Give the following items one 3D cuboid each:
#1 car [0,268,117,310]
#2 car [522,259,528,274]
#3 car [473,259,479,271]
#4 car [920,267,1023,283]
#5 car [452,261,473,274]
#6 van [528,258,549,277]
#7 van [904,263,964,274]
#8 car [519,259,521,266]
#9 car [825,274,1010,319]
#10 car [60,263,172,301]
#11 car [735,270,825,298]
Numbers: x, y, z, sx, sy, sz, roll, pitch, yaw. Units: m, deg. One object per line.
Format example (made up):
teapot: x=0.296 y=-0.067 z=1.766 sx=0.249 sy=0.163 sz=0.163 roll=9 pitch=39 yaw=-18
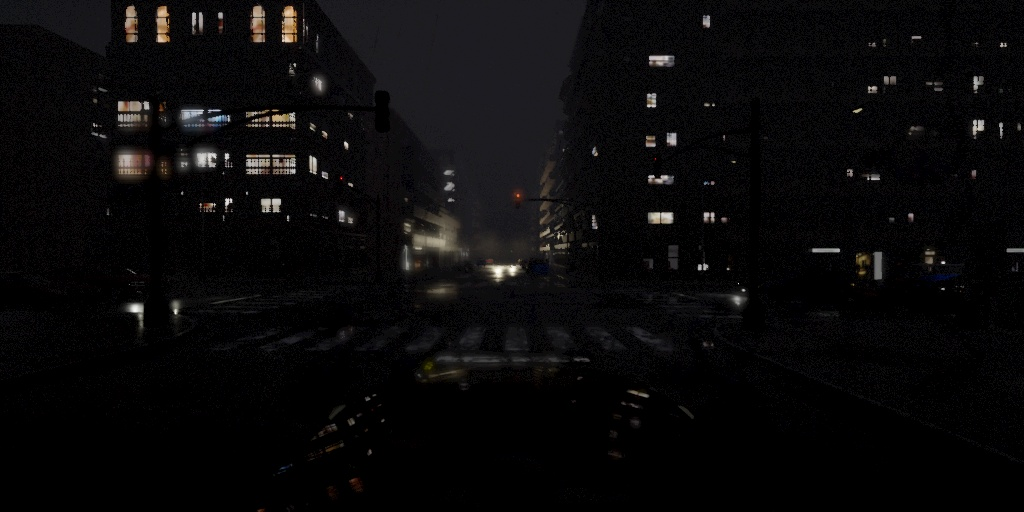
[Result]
car: x=-17.756 y=1.215 z=13.219 sx=4.207 sy=1.307 sz=1.802 roll=0 pitch=0 yaw=0
car: x=2.680 y=1.091 z=41.457 sx=2.192 sy=1.841 sz=5.009 roll=0 pitch=0 yaw=0
car: x=-5.894 y=1.352 z=47.018 sx=1.948 sy=1.339 sz=4.313 roll=0 pitch=0 yaw=0
car: x=25.248 y=1.520 z=18.986 sx=4.892 sy=1.490 sz=1.837 roll=1 pitch=0 yaw=0
car: x=-5.887 y=1.358 z=41.497 sx=1.802 sy=1.307 sz=4.207 roll=0 pitch=0 yaw=0
van: x=2.775 y=1.109 z=35.961 sx=1.690 sy=1.789 sz=3.998 roll=0 pitch=0 yaw=0
van: x=26.071 y=1.342 z=21.563 sx=3.998 sy=1.789 sz=1.690 roll=0 pitch=0 yaw=0
car: x=2.617 y=1.252 z=58.018 sx=1.967 sy=1.591 sz=4.097 roll=0 pitch=0 yaw=0
car: x=14.697 y=1.498 z=13.200 sx=4.507 sy=1.381 sz=1.888 roll=0 pitch=0 yaw=0
car: x=-18.007 y=1.086 z=15.801 sx=5.008 sy=1.535 sz=1.882 roll=1 pitch=0 yaw=0
car: x=14.956 y=1.453 z=18.993 sx=5.357 sy=1.411 sz=2.033 roll=1 pitch=0 yaw=0
